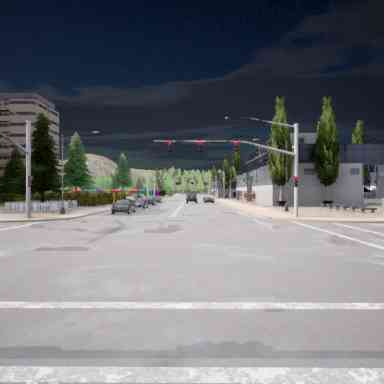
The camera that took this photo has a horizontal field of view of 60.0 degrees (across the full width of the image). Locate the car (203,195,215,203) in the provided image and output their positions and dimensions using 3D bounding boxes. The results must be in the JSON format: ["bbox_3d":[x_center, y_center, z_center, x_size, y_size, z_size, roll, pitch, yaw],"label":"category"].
[{"bbox_3d":[3.462,1.601,66.557,1.895,1.301,4.718,0,0,0],"label":"car"}]

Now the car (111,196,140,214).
[{"bbox_3d":[-7.137,1.505,35.034,1.837,1.490,4.892,0,0,1],"label":"car"}]

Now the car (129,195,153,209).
[{"bbox_3d":[-7.114,1.492,45.482,2.128,1.511,4.902,0,0,0],"label":"car"}]

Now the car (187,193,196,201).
[{"bbox_3d":[-0.043,1.210,76.803,2.097,1.767,4.553,0,0,0],"label":"car"}]

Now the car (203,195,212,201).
[{"bbox_3d":[3.457,1.450,76.865,1.895,1.301,4.718,0,0,0],"label":"car"}]

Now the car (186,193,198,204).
[{"bbox_3d":[-0.037,1.221,66.181,2.150,2.045,5.566,0,0,0],"label":"car"}]

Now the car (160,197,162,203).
[{"bbox_3d":[-7.065,1.505,66.417,1.837,1.490,4.892,0,0,0],"label":"car"}]

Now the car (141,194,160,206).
[{"bbox_3d":[-7.114,1.548,55.848,2.033,1.411,5.357,0,0,0],"label":"car"}]
